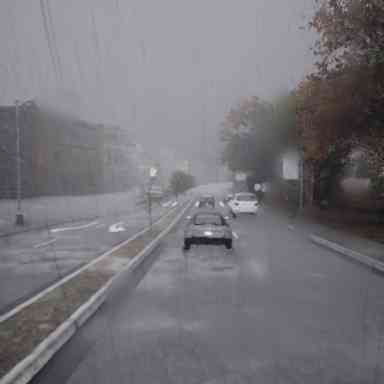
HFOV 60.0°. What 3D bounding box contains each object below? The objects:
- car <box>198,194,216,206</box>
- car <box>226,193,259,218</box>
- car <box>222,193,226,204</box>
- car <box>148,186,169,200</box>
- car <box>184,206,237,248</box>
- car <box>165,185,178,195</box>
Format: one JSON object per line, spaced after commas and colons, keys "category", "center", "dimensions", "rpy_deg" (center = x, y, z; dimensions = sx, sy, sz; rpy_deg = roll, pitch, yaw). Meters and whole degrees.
{"category": "car", "center": [1.779, 0.978, 40.092], "dimensions": [1.837, 1.490, 4.892], "rpy_deg": [1, 2, 3]}
{"category": "car", "center": [4.463, 1.055, 29.160], "dimensions": [2.150, 2.045, 5.566], "rpy_deg": [1, 2, 2]}
{"category": "car", "center": [5.167, 0.855, 45.569], "dimensions": [1.812, 1.442, 4.674], "rpy_deg": [1, 2, 3]}
{"category": "car", "center": [-5.829, 0.186, 54.917], "dimensions": [2.435, 2.045, 5.566], "rpy_deg": [1, 2, 3]}
{"category": "car", "center": [0.703, 1.564, 14.825], "dimensions": [1.994, 1.385, 4.181], "rpy_deg": [1, 0, 2]}
{"category": "car", "center": [-4.744, -0.530, 77.064], "dimensions": [2.435, 2.045, 5.566], "rpy_deg": [1, 2, 3]}
